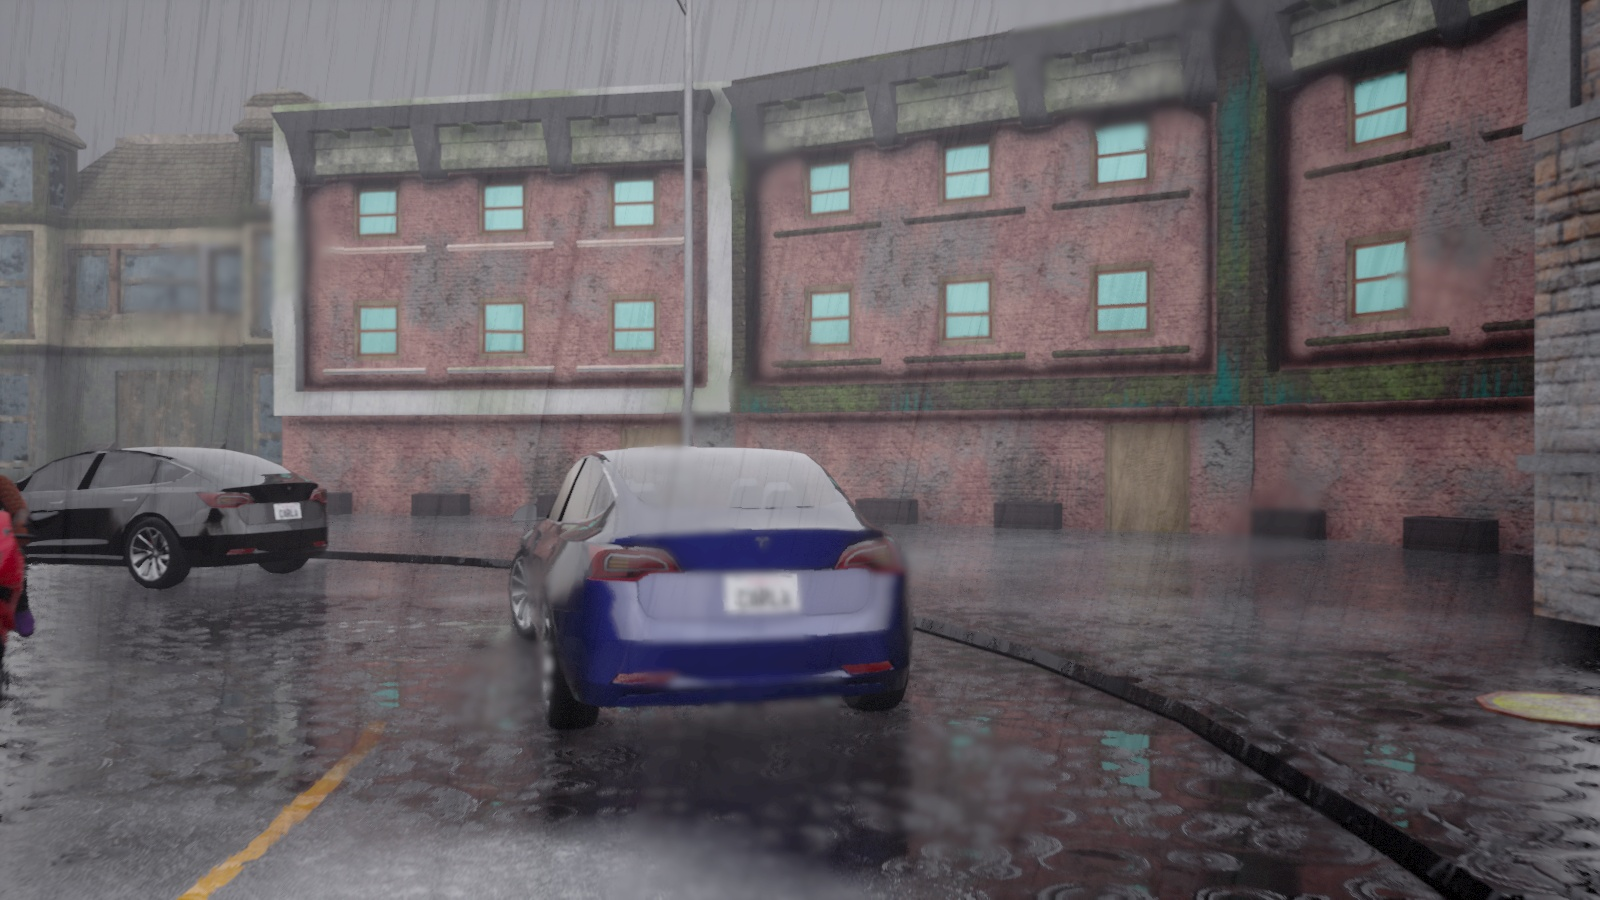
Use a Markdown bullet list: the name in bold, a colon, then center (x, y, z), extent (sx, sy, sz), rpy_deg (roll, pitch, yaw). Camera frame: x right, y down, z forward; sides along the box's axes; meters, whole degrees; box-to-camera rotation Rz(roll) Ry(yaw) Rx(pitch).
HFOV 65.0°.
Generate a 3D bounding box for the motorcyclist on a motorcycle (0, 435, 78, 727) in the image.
- **motorcyclist on a motorcycle**: center (-4.846, 0.698, 7.412), extent (0.797, 1.523, 2.044), rpy_deg (-4, 2, -34)

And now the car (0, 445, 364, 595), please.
- **car**: center (-7.655, 0.687, 14.404), extent (4.792, 1.488, 2.163), rpy_deg (0, 0, 23)

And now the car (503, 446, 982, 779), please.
- **car**: center (-0.765, 0.716, 8.195), extent (2.163, 1.488, 4.792), rpy_deg (0, 0, -15)
